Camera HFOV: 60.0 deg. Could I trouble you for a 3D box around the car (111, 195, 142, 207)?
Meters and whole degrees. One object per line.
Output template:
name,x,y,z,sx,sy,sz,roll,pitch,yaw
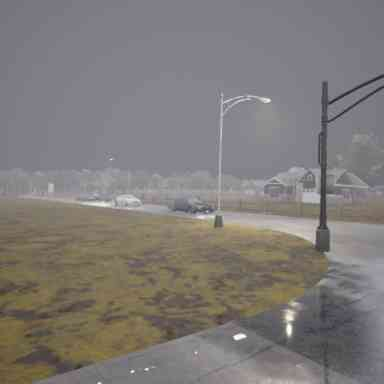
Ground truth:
car,-7.788,1.059,40.392,1.812,1.442,4.674,2,-1,-35

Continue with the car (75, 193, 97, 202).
car,-17.633,0.967,54.387,1.837,1.490,4.892,2,-1,-35

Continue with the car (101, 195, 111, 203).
car,-12.365,1.087,53.019,1.994,1.385,4.181,2,-1,-35

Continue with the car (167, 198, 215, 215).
car,-0.237,1.221,29.778,2.033,1.411,5.357,2,0,-36

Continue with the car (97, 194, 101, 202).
car,-18.166,1.007,61.169,2.033,1.411,5.357,2,-1,-35
